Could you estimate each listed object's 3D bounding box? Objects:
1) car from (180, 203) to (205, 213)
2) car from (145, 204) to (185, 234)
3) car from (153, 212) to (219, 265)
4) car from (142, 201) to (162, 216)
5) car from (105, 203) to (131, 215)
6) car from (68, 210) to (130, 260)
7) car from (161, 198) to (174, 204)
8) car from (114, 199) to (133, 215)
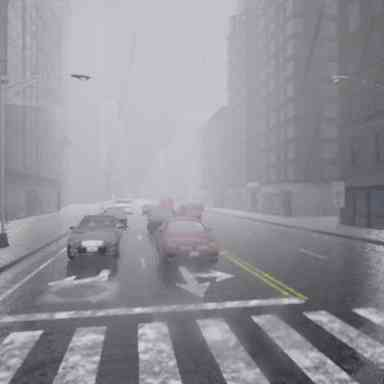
[{"bbox_3d":[-0.274,2.036,32.615,1.994,1.385,4.181,0,-1,-10],"label":"car"},{"bbox_3d":[-1.907,1.800,21.831,1.882,1.535,5.008,0,-1,-10],"label":"car"},{"bbox_3d":[-0.314,1.704,12.628,1.812,1.442,4.674,0,-1,-10],"label":"car"},{"bbox_3d":[-5.205,2.171,41.061,2.033,1.411,5.357,0,-1,-9],"label":"car"},{"bbox_3d":[-5.536,1.848,23.751,1.882,1.535,5.008,0,-1,-10],"label":"car"},{"bbox_3d":[-3.785,1.704,13.640,2.128,1.511,4.902,0,-1,-10],"label":"car"},{"bbox_3d":[-4.322,2.054,55.912,2.150,2.045,5.566,0,-1,-10],"label":"car"},{"bbox_3d":[-8.849,1.898,43.205,2.150,2.045,5.566,0,-1,-9],"label":"car"}]
